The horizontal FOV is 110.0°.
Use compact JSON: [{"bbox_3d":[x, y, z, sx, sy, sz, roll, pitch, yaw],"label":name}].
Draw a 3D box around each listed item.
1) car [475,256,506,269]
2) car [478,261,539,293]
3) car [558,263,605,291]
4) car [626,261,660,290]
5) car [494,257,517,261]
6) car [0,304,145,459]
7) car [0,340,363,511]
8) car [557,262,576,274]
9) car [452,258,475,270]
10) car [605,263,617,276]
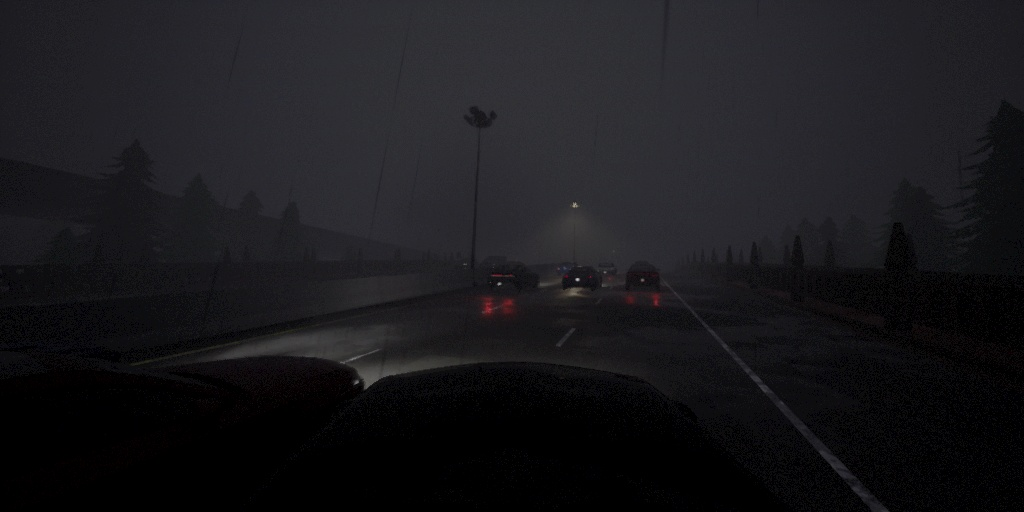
[{"bbox_3d":[-2.226,0.972,45.807,2.150,2.045,5.566,0,-1,20],"label":"car"},{"bbox_3d":[0.182,1.243,20.891,2.128,1.511,4.902,0,0,20],"label":"car"},{"bbox_3d":[4.447,1.324,22.416,1.994,1.385,4.181,0,0,20],"label":"car"},{"bbox_3d":[8.341,1.245,22.909,1.882,1.535,5.008,0,0,20],"label":"car"},{"bbox_3d":[0.009,1.227,41.703,1.882,1.535,5.008,0,0,20],"label":"car"},{"bbox_3d":[-6.351,1.338,2.655,1.895,1.301,4.718,0,0,20],"label":"car"},{"bbox_3d":[-2.881,1.271,1.961,1.812,1.442,4.674,0,0,20],"label":"car"},{"bbox_3d":[5.971,1.311,37.050,2.033,1.411,5.357,0,0,20],"label":"car"},{"bbox_3d":[-5.850,1.091,46.078,2.097,1.767,4.553,0,0,20],"label":"car"},{"bbox_3d":[10.234,1.373,38.572,1.895,1.301,4.718,0,0,20],"label":"car"}]
